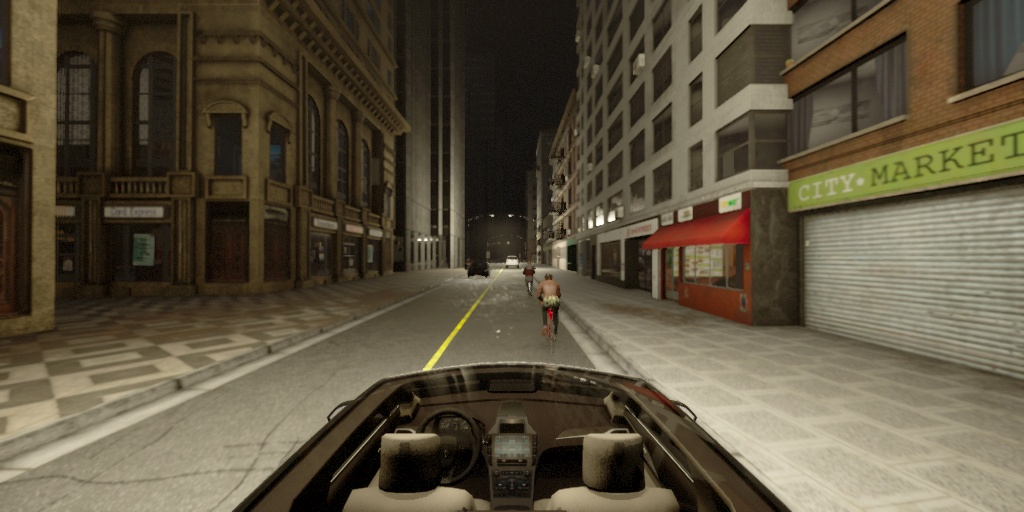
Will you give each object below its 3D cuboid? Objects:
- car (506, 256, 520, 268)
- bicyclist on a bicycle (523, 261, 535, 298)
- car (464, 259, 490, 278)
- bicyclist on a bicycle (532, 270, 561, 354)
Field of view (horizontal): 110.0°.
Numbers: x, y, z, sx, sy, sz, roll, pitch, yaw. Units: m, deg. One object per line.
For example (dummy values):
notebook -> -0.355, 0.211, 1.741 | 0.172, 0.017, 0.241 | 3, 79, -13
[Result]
car -> 0.100, 1.016, 61.875 | 2.150, 2.045, 5.566 | 0, 0, 1
bicyclist on a bicycle -> 0.828, 1.124, 17.469 | 0.659, 1.776, 1.843 | 0, 0, 0
car -> -3.097, 1.242, 33.898 | 1.882, 1.535, 5.008 | 0, 0, 0
bicyclist on a bicycle -> 0.826, 1.204, 7.871 | 0.582, 1.620, 1.656 | 0, 0, 0
